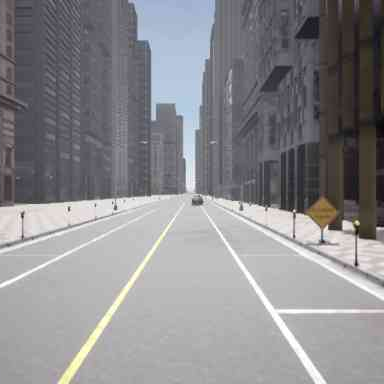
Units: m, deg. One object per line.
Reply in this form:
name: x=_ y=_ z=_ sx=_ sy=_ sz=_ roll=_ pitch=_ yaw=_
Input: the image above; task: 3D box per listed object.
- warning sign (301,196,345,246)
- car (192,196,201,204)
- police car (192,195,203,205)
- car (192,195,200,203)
warning sign: x=5.070 y=1.100 z=12.955 sx=1.300 sy=1.860 sz=1.060 roll=0 pitch=0 yaw=0
car: x=0.900 y=1.538 z=66.958 sx=1.882 sy=1.535 sz=5.008 roll=0 pitch=0 yaw=0
police car: x=0.900 y=1.465 z=57.068 sx=1.930 sy=1.638 sz=5.238 roll=0 pitch=0 yaw=0
car: x=0.900 y=1.538 z=73.148 sx=1.801 sy=1.575 sz=5.366 roll=0 pitch=0 yaw=0
